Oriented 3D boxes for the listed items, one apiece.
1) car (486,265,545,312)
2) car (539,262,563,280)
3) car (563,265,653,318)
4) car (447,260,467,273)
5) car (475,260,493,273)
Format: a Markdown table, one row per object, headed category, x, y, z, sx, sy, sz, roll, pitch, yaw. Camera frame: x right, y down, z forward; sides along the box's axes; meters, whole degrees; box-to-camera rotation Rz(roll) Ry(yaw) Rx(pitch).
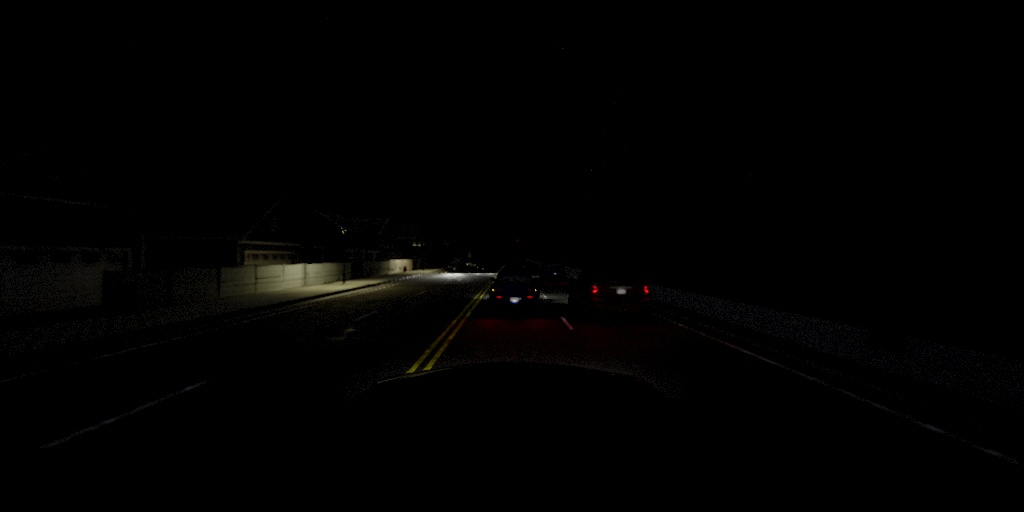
| category | x | y | z | sx | sy | sz | roll | pitch | yaw |
| --- | --- | --- | --- | --- | --- | --- | --- | --- | --- |
| car | 0.092 | 1.271 | 14.149 | 1.812 | 1.442 | 4.674 | 0 | 0 | 0 |
| car | 3.350 | 1.220 | 30.195 | 1.882 | 1.535 | 5.008 | 0 | 0 | 0 |
| car | 3.338 | 1.098 | 13.056 | 2.097 | 1.767 | 4.553 | 0 | 0 | 0 |
| car | -6.576 | 1.232 | 43.477 | 2.128 | 1.511 | 4.902 | 0 | 0 | 0 |
| car | -3.325 | 1.245 | 43.470 | 1.837 | 1.490 | 4.892 | 0 | 0 | 0 |
